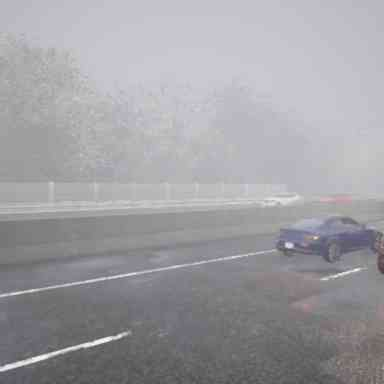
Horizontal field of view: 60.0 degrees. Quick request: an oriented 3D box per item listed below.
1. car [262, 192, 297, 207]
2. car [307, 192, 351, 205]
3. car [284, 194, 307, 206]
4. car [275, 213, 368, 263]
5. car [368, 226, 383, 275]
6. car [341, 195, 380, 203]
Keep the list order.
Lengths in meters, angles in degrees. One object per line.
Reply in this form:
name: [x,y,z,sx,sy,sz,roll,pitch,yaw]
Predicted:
car: [11.350,1.077,42.252,5.566,2.045,2.150,-1,0,-35]
car: [15.564,1.039,36.664,5.566,2.045,2.150,0,0,-35]
car: [13.732,1.324,39.654,4.902,1.511,2.128,-1,0,-35]
car: [4.895,1.470,11.694,4.674,1.442,1.812,-1,0,-36]
car: [6.976,1.276,8.883,4.553,1.767,2.097,-1,0,-36]
car: [17.601,1.304,33.822,4.892,1.490,1.837,0,0,-35]
